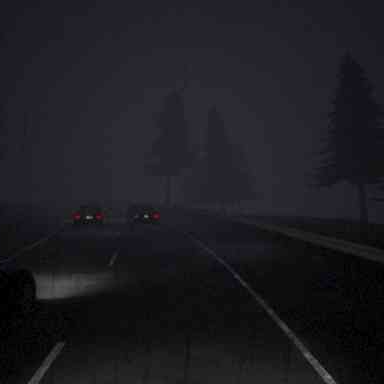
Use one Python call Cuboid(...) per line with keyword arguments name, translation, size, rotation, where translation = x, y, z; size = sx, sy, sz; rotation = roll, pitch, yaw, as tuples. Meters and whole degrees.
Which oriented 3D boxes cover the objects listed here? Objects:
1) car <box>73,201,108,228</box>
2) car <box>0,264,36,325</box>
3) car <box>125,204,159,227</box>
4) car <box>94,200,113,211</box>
Cuboid(name="car", translation=(-6.931, 1.563, 22.268), size=(2.033, 1.411, 5.357), rotation=(0, 0, -17))
Cuboid(name="car", translation=(-3.752, 1.536, 4.354), size=(1.812, 1.442, 4.674), rotation=(0, 0, -4))
Cuboid(name="car", translation=(-3.522, 1.552, 22.917), size=(2.033, 1.411, 5.357), rotation=(0, 0, -16))
Cuboid(name="car", translation=(-11.384, 1.625, 41.285), size=(1.895, 1.301, 4.718), rotation=(0, 0, -30))
